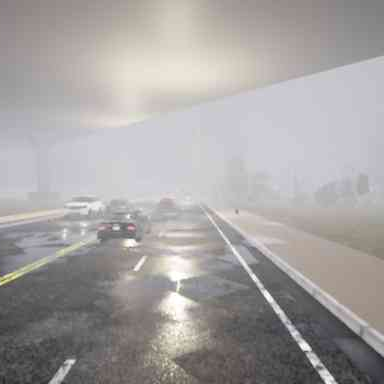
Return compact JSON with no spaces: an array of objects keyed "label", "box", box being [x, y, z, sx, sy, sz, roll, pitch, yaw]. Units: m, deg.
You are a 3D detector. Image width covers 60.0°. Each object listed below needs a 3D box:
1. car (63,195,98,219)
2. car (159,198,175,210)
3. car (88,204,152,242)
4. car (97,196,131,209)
[{"label":"car","box":[-9.888,1.297,30.579,2.150,2.045,5.566,0,0,0]},{"label":"car","box":[-3.292,1.500,43.856,1.882,1.535,5.008,0,0,0]},{"label":"car","box":[-3.178,1.569,16.424,2.033,1.411,5.357,0,0,0]},{"label":"car","box":[-6.639,1.399,29.924,2.097,1.767,4.553,0,0,0]}]
